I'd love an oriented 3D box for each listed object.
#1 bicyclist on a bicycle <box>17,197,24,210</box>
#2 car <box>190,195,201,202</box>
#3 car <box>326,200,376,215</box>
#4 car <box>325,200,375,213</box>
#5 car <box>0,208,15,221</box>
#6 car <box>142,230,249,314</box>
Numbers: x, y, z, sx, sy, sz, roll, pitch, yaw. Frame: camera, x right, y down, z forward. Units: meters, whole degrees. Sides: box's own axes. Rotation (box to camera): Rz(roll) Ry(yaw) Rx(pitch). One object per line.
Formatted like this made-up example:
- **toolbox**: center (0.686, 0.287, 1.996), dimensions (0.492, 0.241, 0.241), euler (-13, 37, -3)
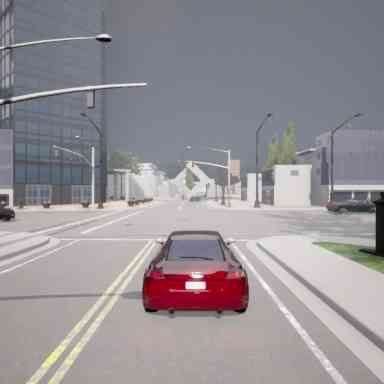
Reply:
- **bicyclist on a bicycle**: center (-21.975, 1.466, 42.578), dimensions (0.582, 1.620, 1.656), euler (-1, 0, 0)
- **car**: center (0.785, 1.524, 77.306), dimensions (1.812, 1.442, 4.674), euler (0, 0, 12)
- **car**: center (16.411, 1.577, 33.601), dimensions (4.718, 1.301, 1.895), euler (0, 0, 0)
- **car**: center (17.529, 1.567, 37.099), dimensions (4.718, 1.301, 1.895), euler (0, 0, 0)
- **car**: center (-16.597, 1.587, 26.143), dimensions (5.008, 1.535, 1.882), euler (-1, 0, 0)
- **car**: center (0.075, 1.564, 7.685), dimensions (1.994, 1.385, 4.181), euler (0, 0, 0)
